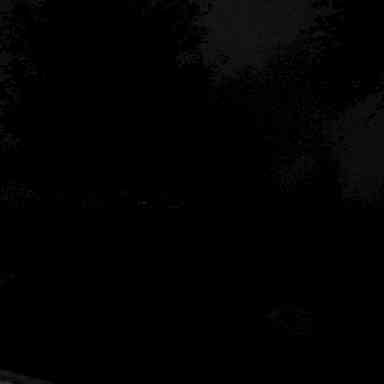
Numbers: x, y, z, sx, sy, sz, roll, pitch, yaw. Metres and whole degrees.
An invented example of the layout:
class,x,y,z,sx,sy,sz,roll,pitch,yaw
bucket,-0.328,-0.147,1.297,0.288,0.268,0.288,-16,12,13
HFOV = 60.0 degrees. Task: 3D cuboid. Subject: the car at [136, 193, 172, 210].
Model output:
class,x,y,z,sx,sy,sz,roll,pitch,yaw
car,-4.220,1.117,35.956,2.033,1.411,5.357,0,1,26
